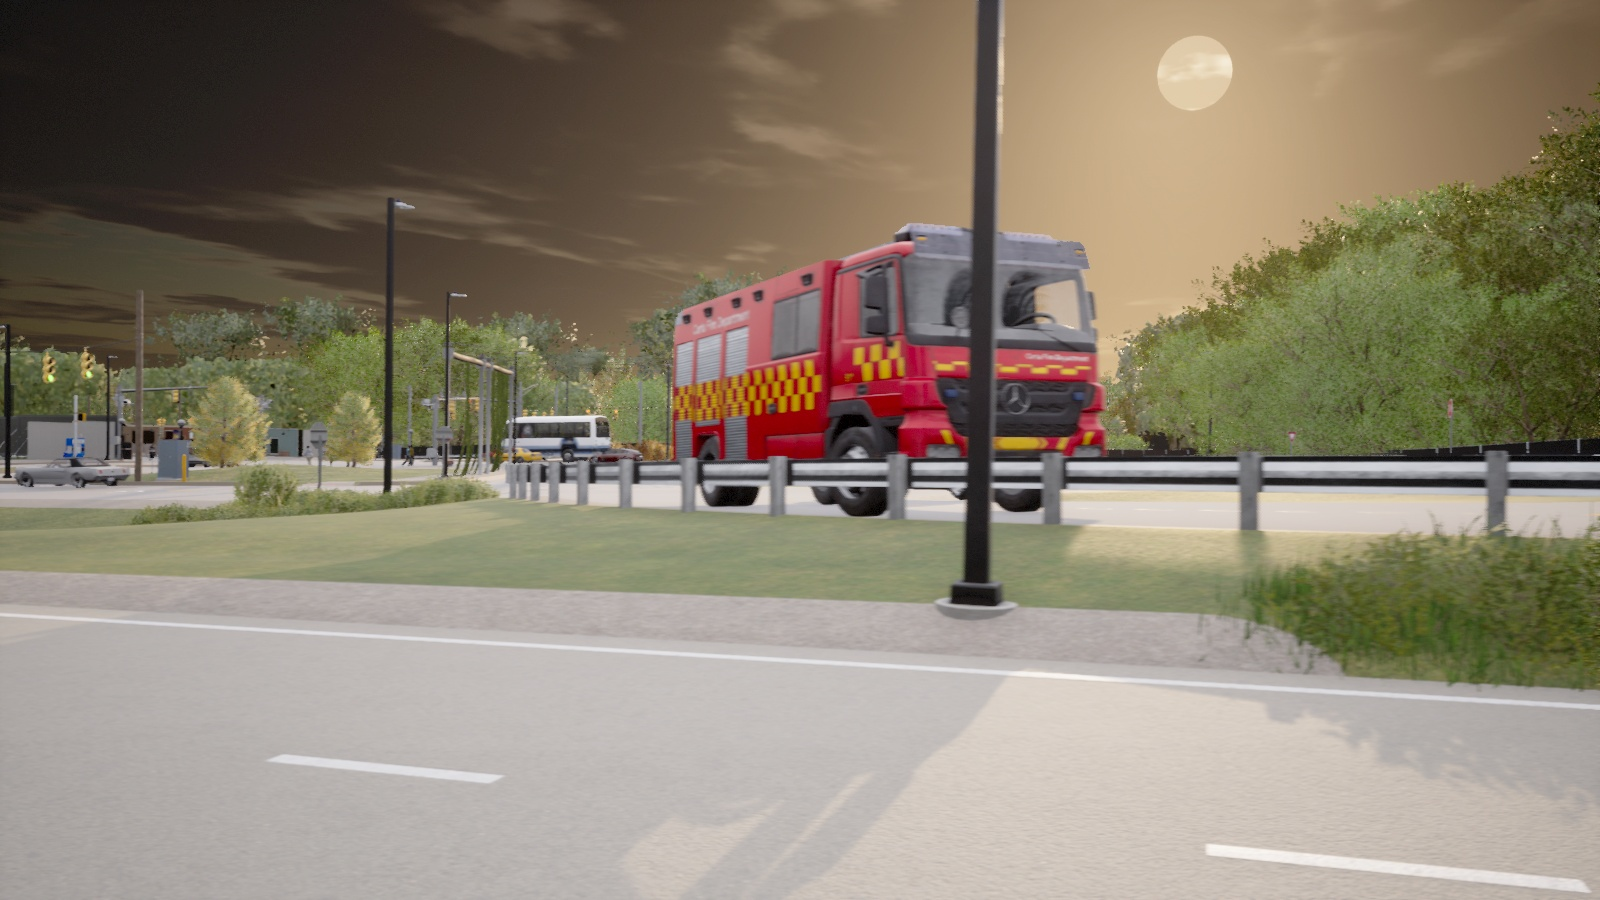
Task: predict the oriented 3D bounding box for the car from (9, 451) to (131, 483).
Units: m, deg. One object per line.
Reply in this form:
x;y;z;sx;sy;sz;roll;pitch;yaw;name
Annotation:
-31.510;0.727;54.209;4.718;1.301;1.895;0;1;18;car

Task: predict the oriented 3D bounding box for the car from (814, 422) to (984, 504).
1.885;0.291;25.008;1.845;1.501;3.633;1;-2;-24;car

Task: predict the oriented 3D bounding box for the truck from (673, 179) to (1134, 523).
0.924;-1.030;18.393;2.891;3.827;8.468;1;-1;-25;truck
